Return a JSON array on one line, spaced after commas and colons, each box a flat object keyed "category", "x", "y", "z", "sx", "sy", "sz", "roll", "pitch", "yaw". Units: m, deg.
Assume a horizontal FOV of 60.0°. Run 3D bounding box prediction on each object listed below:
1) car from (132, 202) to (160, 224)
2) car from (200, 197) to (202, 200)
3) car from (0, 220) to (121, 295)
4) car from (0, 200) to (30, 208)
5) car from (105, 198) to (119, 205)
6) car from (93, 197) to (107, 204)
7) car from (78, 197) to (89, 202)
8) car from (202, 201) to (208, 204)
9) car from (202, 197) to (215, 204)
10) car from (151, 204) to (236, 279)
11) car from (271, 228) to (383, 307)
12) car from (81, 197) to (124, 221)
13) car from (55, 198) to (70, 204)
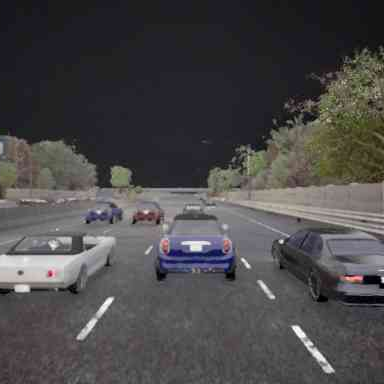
[{"category": "car", "x": -3.397, "y": 1.561, "z": 26.681, "sx": 2.097, "sy": 1.767, "sz": 4.553, "roll": 0, "pitch": 0, "yaw": 0}, {"category": "car", "x": 3.514, "y": 2.168, "z": 83.025, "sx": 1.882, "sy": 1.535, "sz": 5.008, "roll": 0, "pitch": -1, "yaw": 0}, {"category": "car", "x": -3.398, "y": 1.670, "z": 8.897, "sx": 1.895, "sy": 1.301, "sz": 4.718, "roll": 0, "pitch": 0, "yaw": 0}, {"category": "car", "x": -17.586, "y": 1.606, "z": 32.346, "sx": 2.097, "sy": 1.767, "sz": 4.553, "roll": 0, "pitch": 0, "yaw": 0}, {"category": "car", "x": -17.487, "y": 2.021, "z": 73.234, "sx": 1.882, "sy": 1.535, "sz": 5.008, "roll": 0, "pitch": -1, "yaw": 0}, {"category": "car", "x": -20.987, "y": 1.867, "z": 75.866, "sx": 1.882, "sy": 1.535, "sz": 5.008, "roll": 0, "pitch": -1, "yaw": 0}, {"category": "car", "x": -24.487, "y": 1.867, "z": 75.867, "sx": 1.882, "sy": 1.535, "sz": 5.008, "roll": 0, "pitch": -1, "yaw": 0}, {"category": "car", "x": 0.104, "y": 1.746, "z": 28.142, "sx": 1.812, "sy": 1.442, "sz": 4.674, "roll": 0, "pitch": 0, "yaw": 0}, {"category": "car", "x": 3.511, "y": 2.097, "z": 66.994, "sx": 1.994, "sy": 1.385, "sz": 4.181, "roll": 0, "pitch": -1, "yaw": 0}, {"category": "car", "x": 0.101, "y": 1.433, "z": 10.435, "sx": 2.097, "sy": 1.767, "sz": 4.553, "roll": 0, "pitch": 0, "yaw": 0}, {"category": "car", "x": 3.457, "y": 1.604, "z": 8.331, "sx": 2.033, "sy": 1.411, "sz": 5.357, "roll": 0, "pitch": 0, "yaw": 0}, {"category": "car", "x": -6.895, "y": 1.561, "z": 26.711, "sx": 2.097, "sy": 1.767, "sz": 4.553, "roll": 0, "pitch": 0, "yaw": 0}, {"category": "car", "x": -27.987, "y": 2.067, "z": 71.852, "sx": 1.812, "sy": 1.442, "sz": 4.674, "roll": 0, "pitch": -1, "yaw": 0}]
